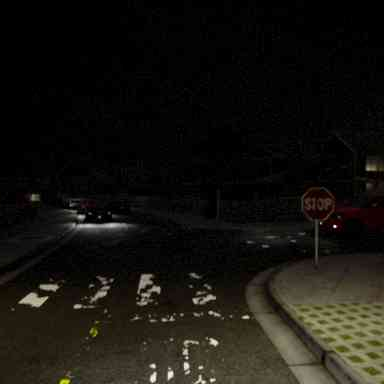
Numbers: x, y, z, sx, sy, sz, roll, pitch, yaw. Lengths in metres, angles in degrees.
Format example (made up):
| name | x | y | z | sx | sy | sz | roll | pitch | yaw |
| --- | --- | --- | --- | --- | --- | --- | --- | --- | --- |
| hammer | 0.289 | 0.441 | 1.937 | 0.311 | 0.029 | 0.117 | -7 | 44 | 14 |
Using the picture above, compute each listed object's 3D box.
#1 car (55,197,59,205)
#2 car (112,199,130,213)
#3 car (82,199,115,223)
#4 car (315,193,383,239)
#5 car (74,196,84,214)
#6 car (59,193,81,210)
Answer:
| name | x | y | z | sx | sy | sz | roll | pitch | yaw |
| --- | --- | --- | --- | --- | --- | --- | --- | --- | --- |
| car | -25.001 | 1.569 | 61.654 | 2.033 | 1.411 | 5.357 | 0 | 0 | -42 |
| car | -8.054 | 1.455 | 36.053 | 1.882 | 1.535 | 5.008 | 0 | 0 | -23 |
| car | -7.368 | 1.511 | 25.989 | 1.812 | 1.442 | 4.674 | 0 | 0 | -19 |
| car | 8.836 | 1.059 | 15.893 | 5.566 | 2.045 | 2.150 | -1 | 0 | -3 |
| car | -10.996 | 1.463 | 35.323 | 1.882 | 1.535 | 5.008 | 0 | 0 | -25 |
| car | -15.836 | 1.216 | 44.462 | 2.150 | 2.045 | 5.566 | 0 | 0 | -32 |
